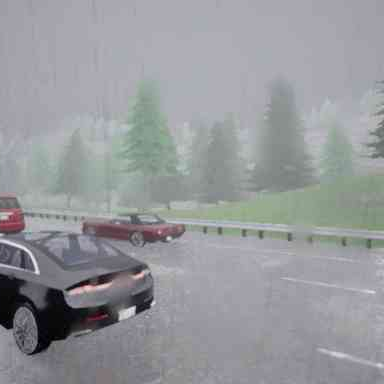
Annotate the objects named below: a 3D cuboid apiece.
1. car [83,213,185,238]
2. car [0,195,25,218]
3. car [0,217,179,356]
[{"bbox_3d":[-2.717,1.554,14.534,4.718,1.301,1.895,0,0,36],"label":"car"},{"bbox_3d":[-9.958,1.145,15.418,5.566,2.045,2.150,0,0,36],"label":"car"},{"bbox_3d":[-2.875,1.466,6.048,4.902,1.511,2.128,0,0,36],"label":"car"}]
